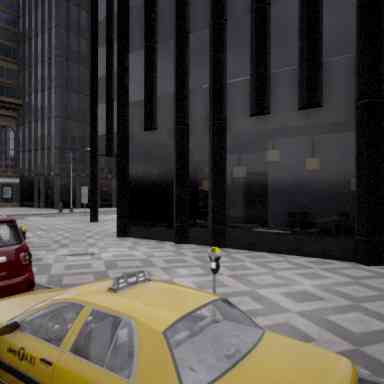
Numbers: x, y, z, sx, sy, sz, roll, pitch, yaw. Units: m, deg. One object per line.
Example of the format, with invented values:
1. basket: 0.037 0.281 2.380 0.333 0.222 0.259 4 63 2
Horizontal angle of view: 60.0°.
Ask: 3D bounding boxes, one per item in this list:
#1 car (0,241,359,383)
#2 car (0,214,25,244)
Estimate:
1. car: -0.850 1.525 3.558 4.829 1.417 1.752 0 0 35
2. car: -5.145 1.314 6.587 5.009 1.841 2.192 0 0 35
